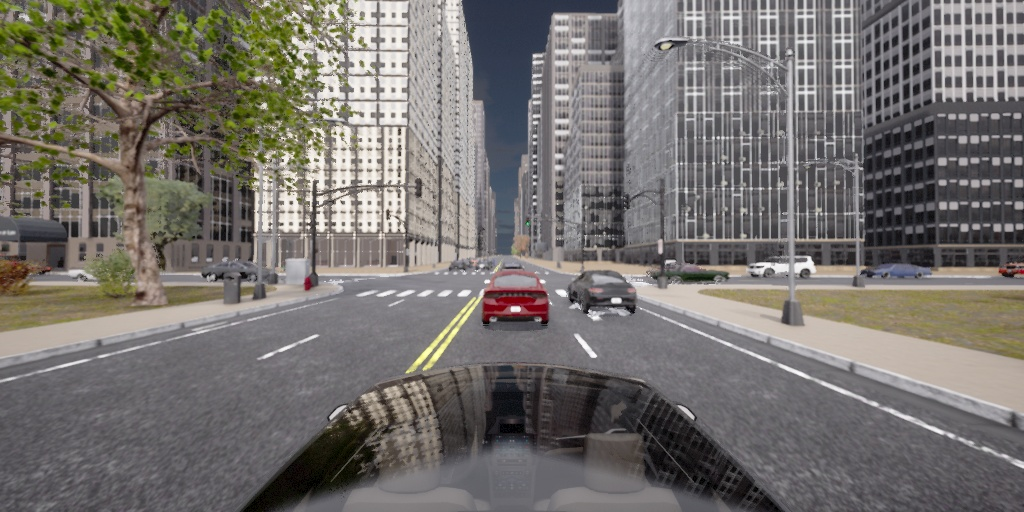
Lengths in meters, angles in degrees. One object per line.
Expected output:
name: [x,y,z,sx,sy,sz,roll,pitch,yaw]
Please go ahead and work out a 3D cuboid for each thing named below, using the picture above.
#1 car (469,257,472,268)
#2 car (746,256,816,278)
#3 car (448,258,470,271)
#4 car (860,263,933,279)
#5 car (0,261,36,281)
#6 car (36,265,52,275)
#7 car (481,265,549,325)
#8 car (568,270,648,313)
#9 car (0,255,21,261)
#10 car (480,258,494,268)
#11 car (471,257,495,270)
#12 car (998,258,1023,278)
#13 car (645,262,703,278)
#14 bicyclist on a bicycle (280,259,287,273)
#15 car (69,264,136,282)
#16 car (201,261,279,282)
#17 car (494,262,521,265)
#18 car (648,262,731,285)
car: [-7.256,1.154,56.286,2.128,1.511,4.902,0,0,-1]
car: [25.238,1.040,33.738,5.566,2.045,2.150,0,-1,1]
car: [-7.135,1.244,47.469,1.994,1.385,4.181,0,0,0]
car: [35.709,1.379,33.448,5.357,1.411,2.033,0,-1,1]
car: [-38.473,1.199,26.133,4.718,1.301,1.895,0,-1,2]
car: [-49.982,1.311,36.343,4.718,1.301,1.895,0,-1,2]
car: [0.096,1.217,11.724,1.882,1.535,5.008,0,0,0]
car: [3.348,1.263,13.795,1.812,1.442,4.674,0,0,0]
car: [-48.676,0.891,33.083,5.566,2.045,2.150,0,-1,3]
car: [-4.032,1.164,58.558,1.837,1.490,4.892,0,0,0]
car: [-3.902,1.169,48.887,2.128,1.511,4.902,0,0,0]
car: [48.738,1.070,33.033,5.566,2.045,2.150,1,-1,2]
car: [15.281,1.332,34.003,4.674,1.442,1.812,0,-1,2]
bicyclist on a bicycle: [-25.170,1.105,39.849,0.582,1.620,1.656,0,0,2]
car: [-28.561,1.213,25.835,4.718,1.301,1.895,0,-1,1]
car: [-19.292,1.118,25.558,4.902,1.511,2.128,0,-1,2]
car: [-0.037,1.184,27.089,2.128,1.511,4.902,0,-1,-1]
car: [12.082,1.272,24.356,4.718,1.301,1.895,0,-1,-1]
